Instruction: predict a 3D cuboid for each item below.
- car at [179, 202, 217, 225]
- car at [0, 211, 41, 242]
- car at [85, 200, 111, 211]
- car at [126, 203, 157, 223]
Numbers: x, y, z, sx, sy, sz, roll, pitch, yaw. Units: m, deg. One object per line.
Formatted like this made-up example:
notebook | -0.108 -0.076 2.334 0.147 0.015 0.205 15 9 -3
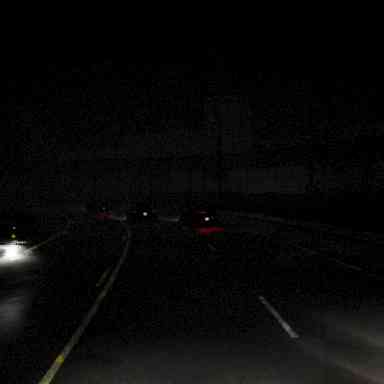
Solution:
car | 0.350 1.481 23.782 1.837 1.490 4.892 0 0 -15
car | -8.841 1.611 16.255 1.994 1.385 4.181 0 0 -11
car | -11.713 1.658 41.177 1.895 1.301 4.718 -1 0 -35
car | -4.024 1.571 26.132 1.994 1.385 4.181 -1 0 -18
